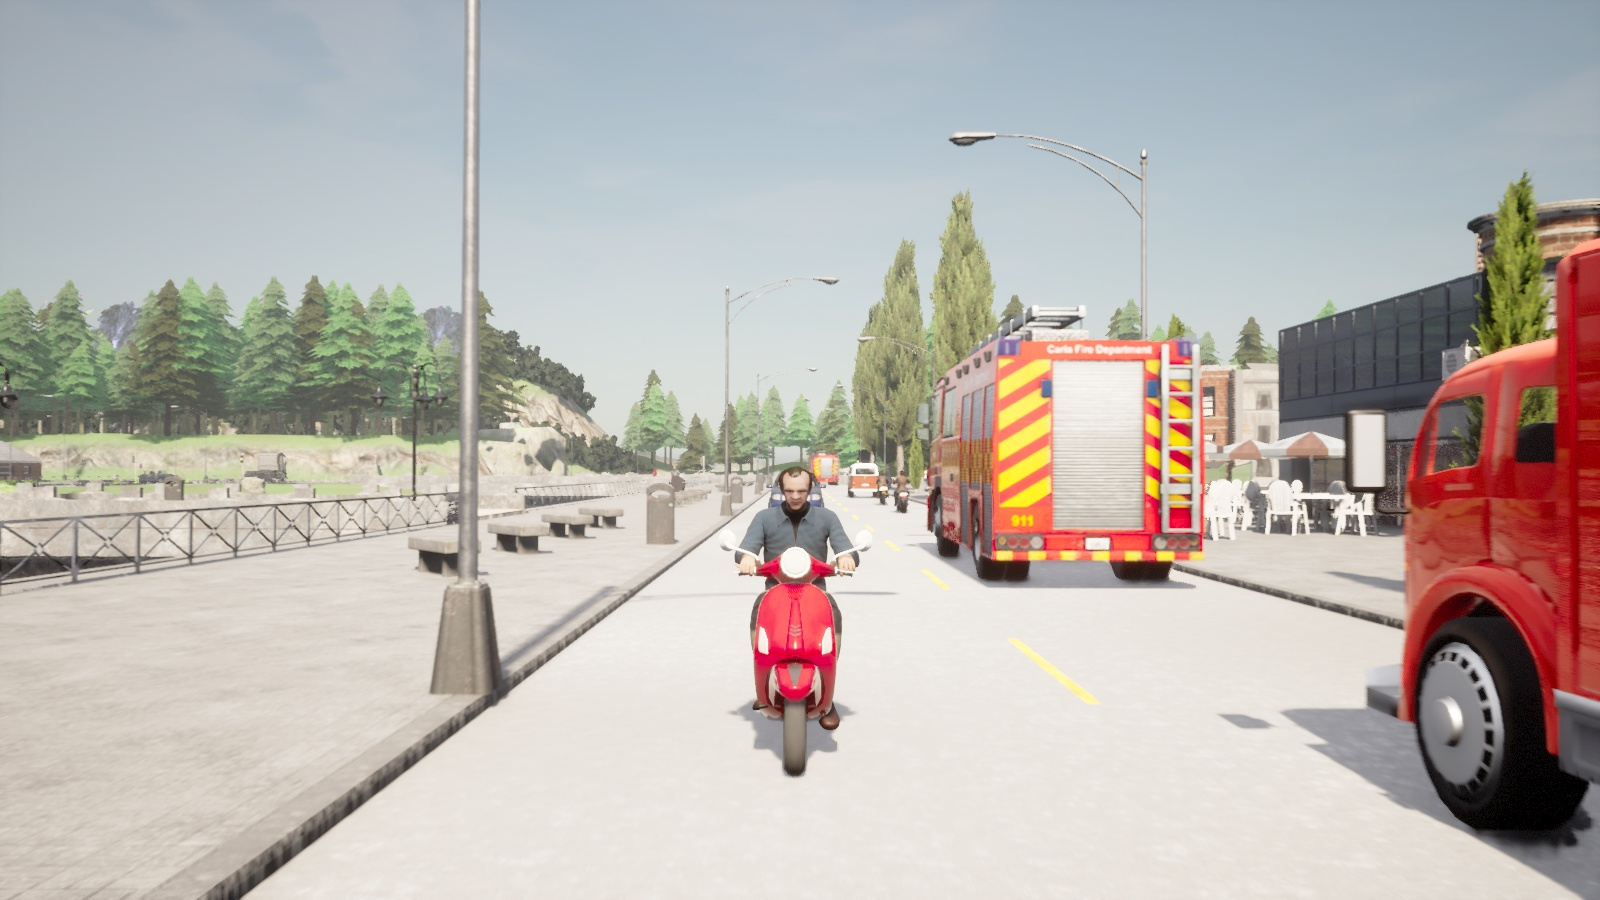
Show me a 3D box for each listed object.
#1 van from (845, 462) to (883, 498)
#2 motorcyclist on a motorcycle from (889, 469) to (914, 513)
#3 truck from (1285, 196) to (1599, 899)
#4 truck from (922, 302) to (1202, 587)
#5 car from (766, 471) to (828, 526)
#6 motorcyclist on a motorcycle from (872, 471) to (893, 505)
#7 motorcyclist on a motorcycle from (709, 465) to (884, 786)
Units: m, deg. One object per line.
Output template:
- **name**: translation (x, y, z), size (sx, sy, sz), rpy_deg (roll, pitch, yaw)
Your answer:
- **van**: translation (3.804, 1.785, 75.400), size (2.069, 2.038, 4.480), rpy_deg (0, -1, 0)
- **motorcyclist on a motorcycle**: translation (3.875, 1.553, 47.982), size (0.766, 1.649, 2.350), rpy_deg (0, -1, 0)
- **truck**: translation (3.986, 0.383, 4.267), size (2.627, 2.467, 5.204), rpy_deg (0, -1, 0)
- **truck**: translation (3.940, -0.012, 21.138), size (2.891, 3.827, 8.468), rpy_deg (0, -1, 0)
- **car**: translation (-0.098, 1.431, 38.045), size (1.789, 1.549, 3.705), rpy_deg (0, -1, 0)
- **motorcyclist on a motorcycle**: translation (3.848, 1.764, 58.709), size (0.797, 1.523, 2.044), rpy_deg (0, -1, 0)
- **motorcyclist on a motorcycle**: translation (-0.019, 0.888, 7.170), size (0.866, 1.590, 1.817), rpy_deg (0, -1, 0)
